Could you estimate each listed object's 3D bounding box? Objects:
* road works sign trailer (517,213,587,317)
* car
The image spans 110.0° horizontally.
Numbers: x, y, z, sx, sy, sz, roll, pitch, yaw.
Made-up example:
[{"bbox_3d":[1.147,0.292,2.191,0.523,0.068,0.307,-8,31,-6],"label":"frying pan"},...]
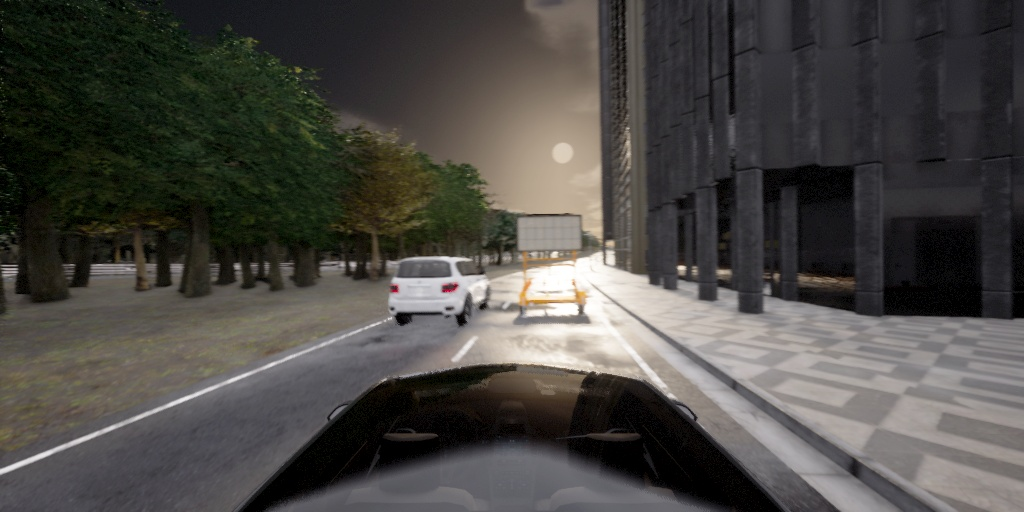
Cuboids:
[{"bbox_3d":[1.418,0.234,13.256,2.380,3.560,2.880,0,0,1],"label":"road works sign trailer"},{"bbox_3d":[-2.203,1.051,12.314,2.150,2.045,5.566,-1,0,6],"label":"car"}]
